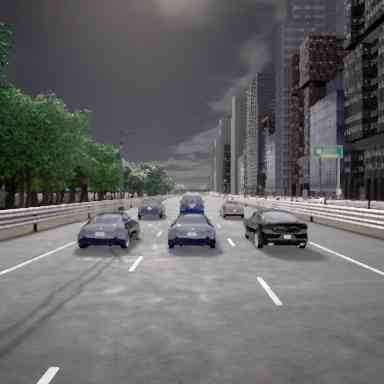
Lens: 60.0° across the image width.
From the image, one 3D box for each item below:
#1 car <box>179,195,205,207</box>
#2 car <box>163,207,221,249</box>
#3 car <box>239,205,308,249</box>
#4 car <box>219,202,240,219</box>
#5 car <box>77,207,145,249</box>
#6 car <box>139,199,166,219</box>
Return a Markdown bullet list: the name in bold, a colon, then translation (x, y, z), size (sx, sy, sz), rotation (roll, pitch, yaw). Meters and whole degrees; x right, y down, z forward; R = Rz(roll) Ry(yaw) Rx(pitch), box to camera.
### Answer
- **car**: translation (0.001, 1.285, 29.682), size (2.150, 2.045, 5.566), rotation (0, 0, 0)
- **car**: translation (0.000, 1.578, 14.651), size (1.994, 1.385, 4.181), rotation (0, 0, 0)
- **car**: translation (3.500, 1.491, 14.651), size (1.882, 1.535, 5.008), rotation (0, 0, 0)
- **car**: translation (3.501, 1.590, 29.652), size (2.033, 1.411, 5.357), rotation (0, 0, 0)
- **car**: translation (-3.500, 1.578, 14.651), size (1.994, 1.385, 4.181), rotation (0, 0, 0)
- **car**: translation (-3.500, 1.393, 29.622), size (2.097, 1.767, 4.553), rotation (0, 0, 0)
